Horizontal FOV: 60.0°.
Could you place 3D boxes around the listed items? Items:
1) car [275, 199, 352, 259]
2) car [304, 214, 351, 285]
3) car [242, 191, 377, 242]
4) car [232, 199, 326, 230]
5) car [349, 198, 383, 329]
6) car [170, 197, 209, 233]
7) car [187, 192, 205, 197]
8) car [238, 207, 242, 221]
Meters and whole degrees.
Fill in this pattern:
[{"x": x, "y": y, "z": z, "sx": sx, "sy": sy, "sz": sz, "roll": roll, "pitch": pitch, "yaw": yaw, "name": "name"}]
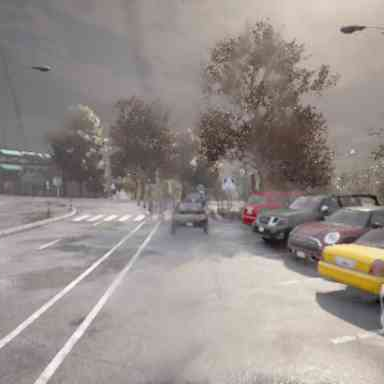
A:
[{"x": 5.280, "y": 1.242, "z": 10.496, "sx": 4.553, "sy": 1.767, "sz": 2.185, "roll": 0, "pitch": 1, "yaw": -21, "name": "car"}, {"x": 5.460, "y": 1.412, "z": 7.592, "sx": 5.366, "sy": 1.575, "sz": 1.946, "roll": 0, "pitch": 1, "yaw": -21, "name": "car"}, {"x": 5.176, "y": 1.063, "z": 13.438, "sx": 5.566, "sy": 2.045, "sz": 2.435, "roll": 0, "pitch": 1, "yaw": -21, "name": "car"}, {"x": 5.059, "y": 1.207, "z": 19.403, "sx": 4.892, "sy": 1.521, "sz": 2.231, "roll": 0, "pitch": 1, "yaw": -22, "name": "car"}, {"x": 5.294, "y": 1.200, "z": 4.523, "sx": 5.566, "sy": 2.045, "sz": 2.435, "roll": 1, "pitch": 1, "yaw": -21, "name": "car"}, {"x": -0.156, "y": 1.237, "z": 17.770, "sx": 2.128, "sy": 1.511, "sz": 4.902, "roll": 0, "pitch": 1, "yaw": -1, "name": "car"}, {"x": 0.524, "y": 0.830, "z": 33.677, "sx": 2.097, "sy": 1.767, "sz": 4.553, "roll": 2, "pitch": 1, "yaw": 9, "name": "car"}, {"x": 5.165, "y": 1.009, "z": 16.440, "sx": 5.566, "sy": 2.045, "sz": 2.435, "roll": 0, "pitch": 1, "yaw": -21, "name": "car"}]
